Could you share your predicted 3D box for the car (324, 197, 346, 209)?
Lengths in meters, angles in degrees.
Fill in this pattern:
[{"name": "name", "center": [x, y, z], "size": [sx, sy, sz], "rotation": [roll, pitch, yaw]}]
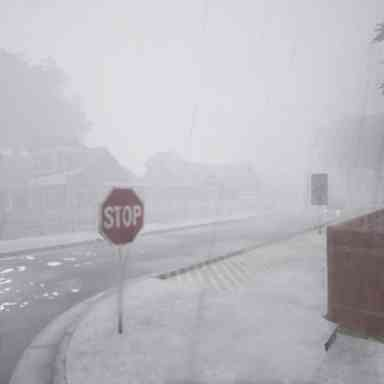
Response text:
[{"name": "car", "center": [18.742, 1.441, 43.494], "size": [1.837, 1.490, 4.892], "rotation": [-1, 0, 36]}]
